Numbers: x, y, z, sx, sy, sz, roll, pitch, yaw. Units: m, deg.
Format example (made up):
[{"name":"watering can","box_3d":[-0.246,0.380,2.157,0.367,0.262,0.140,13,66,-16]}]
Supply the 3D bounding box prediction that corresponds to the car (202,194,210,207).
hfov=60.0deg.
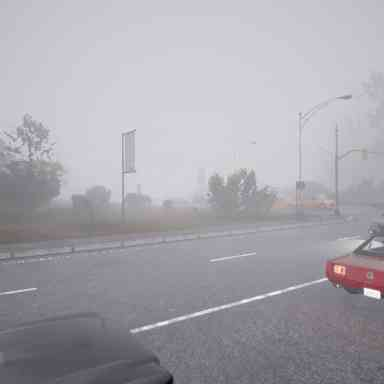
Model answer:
[{"name":"car","box_3d":[3.974,1.281,43.872,1.882,1.535,5.008,-1,0,-39]}]

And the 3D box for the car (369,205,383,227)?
[{"name":"car","box_3d":[10.059,1.464,15.521,4.181,1.385,1.994,-1,0,-36]}]

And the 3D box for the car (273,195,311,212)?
[{"name":"car","box_3d":[9.948,1.276,36.466,1.882,1.535,5.008,-1,0,-39]}]

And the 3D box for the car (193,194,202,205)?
[{"name":"car","box_3d":[1.914,1.131,52.014,2.097,1.767,4.553,-1,0,-39]}]

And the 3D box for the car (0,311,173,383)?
[{"name":"car","box_3d":[-2.394,1.601,2.028,4.718,1.301,1.895,0,0,-36]}]

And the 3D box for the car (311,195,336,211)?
[{"name":"car","box_3d":[13.785,1.121,37.284,2.097,1.767,4.553,-1,0,-39]}]

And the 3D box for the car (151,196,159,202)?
[{"name":"car","box_3d":[-8.325,1.385,64.862,1.895,1.301,4.718,-1,0,-38]}]

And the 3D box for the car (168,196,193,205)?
[{"name":"car","box_3d":[-2.344,1.372,51.718,1.994,1.385,4.181,-1,0,-39]}]

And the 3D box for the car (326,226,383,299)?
[{"name":"car","box_3d":[5.133,1.569,7.433,4.718,1.301,1.895,0,0,-36]}]

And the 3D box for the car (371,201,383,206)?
[{"name":"car","box_3d":[22.910,1.256,36.842,5.357,1.411,2.033,0,1,42]}]
